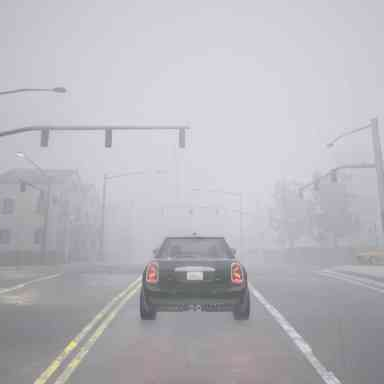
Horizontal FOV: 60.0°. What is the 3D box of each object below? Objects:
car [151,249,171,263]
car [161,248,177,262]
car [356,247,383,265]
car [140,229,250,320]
[{"bbox_3d":[-3.647,7.803,40.272,1.882,1.535,5.008,0,-11,0],"label":"car"},{"bbox_3d":[-3.649,10.302,54.095,2.150,2.045,5.566,0,-11,0],"label":"car"},{"bbox_3d":[16.467,5.360,28.058,5.008,1.535,1.882,0,-11,1],"label":"car"},{"bbox_3d":[0.062,1.806,8.225,2.097,1.767,4.553,0,-7,0],"label":"car"}]
